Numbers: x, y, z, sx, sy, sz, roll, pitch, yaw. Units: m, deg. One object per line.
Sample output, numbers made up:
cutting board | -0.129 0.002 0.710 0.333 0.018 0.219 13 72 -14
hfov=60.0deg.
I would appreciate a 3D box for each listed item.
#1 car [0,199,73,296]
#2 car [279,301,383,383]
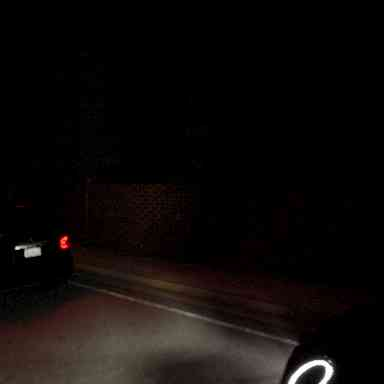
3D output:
car | -5.068 1.176 7.614 5.566 2.045 2.150 0 0 36
car | 2.829 1.359 1.967 4.553 1.767 2.097 0 0 35
